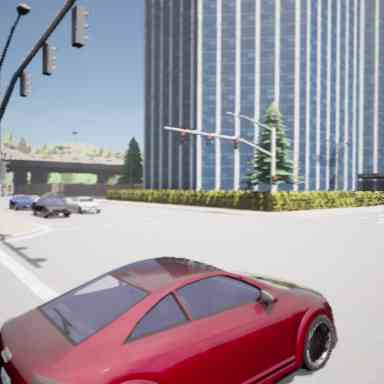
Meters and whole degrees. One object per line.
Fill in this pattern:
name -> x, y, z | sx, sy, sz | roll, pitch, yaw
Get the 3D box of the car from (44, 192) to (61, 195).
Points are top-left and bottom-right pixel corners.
car -> -15.500, 0.902, 37.407 | 2.097, 1.767, 4.553 | 0, 1, -38

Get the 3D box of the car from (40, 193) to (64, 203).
car -> -21.416, 0.881, 50.718 | 2.128, 1.511, 4.902 | 0, 1, -39

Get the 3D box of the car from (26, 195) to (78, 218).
car -> -11.251, 1.226, 26.438 | 2.033, 1.411, 5.357 | 0, 1, -39

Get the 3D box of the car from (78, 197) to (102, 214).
car -> -9.905, 1.176, 30.398 | 1.812, 1.442, 4.674 | 0, 1, -39

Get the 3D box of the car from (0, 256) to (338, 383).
car -> -0.011, 1.522, 4.071 | 4.181, 1.385, 1.994 | 0, 1, -39

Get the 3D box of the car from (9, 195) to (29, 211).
car -> -17.357, 1.048, 34.114 | 1.882, 1.535, 5.008 | 0, 1, -38
